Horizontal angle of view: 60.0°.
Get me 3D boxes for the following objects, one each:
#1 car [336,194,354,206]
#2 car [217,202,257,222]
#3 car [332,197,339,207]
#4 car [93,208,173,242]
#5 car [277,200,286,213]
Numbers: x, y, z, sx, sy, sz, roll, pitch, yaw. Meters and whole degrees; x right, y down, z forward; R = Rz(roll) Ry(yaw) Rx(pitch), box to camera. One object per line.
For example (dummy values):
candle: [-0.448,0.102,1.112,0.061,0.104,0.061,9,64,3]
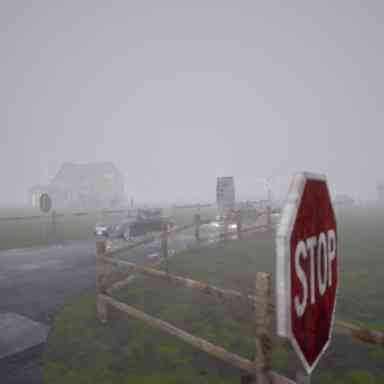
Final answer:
car: [24.159,1.288,52.710,2.150,2.045,5.566,-1,-1,34]
car: [3.820,1.643,27.568,1.837,1.490,4.892,-1,0,34]
car: [15.990,1.626,40.499,2.033,1.411,5.357,-1,-1,35]
car: [-2.930,1.630,17.420,2.128,1.511,4.902,-1,-1,33]
car: [11.496,1.643,39.020,1.837,1.490,4.892,-1,-1,34]
